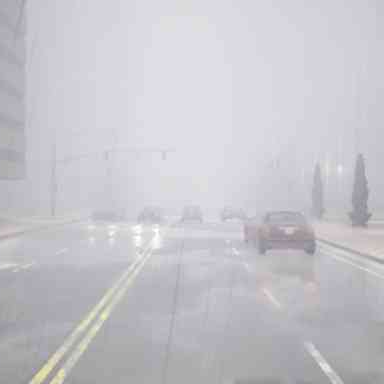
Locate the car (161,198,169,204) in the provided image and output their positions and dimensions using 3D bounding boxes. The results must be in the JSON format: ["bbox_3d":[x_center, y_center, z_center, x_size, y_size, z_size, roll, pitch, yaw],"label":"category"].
[{"bbox_3d":[-7.044,2.343,88.141,2.128,1.511,4.902,0,-1,0],"label":"car"}]

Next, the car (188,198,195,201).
[{"bbox_3d":[-0.046,2.267,91.676,1.895,1.301,4.718,0,-1,0],"label":"car"}]

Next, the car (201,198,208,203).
[{"bbox_3d":[3.454,2.376,91.137,1.895,1.301,4.718,0,-1,0],"label":"car"}]

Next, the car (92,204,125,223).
[{"bbox_3d":[-7.022,1.744,28.304,1.882,1.535,5.008,0,-1,0],"label":"car"}]

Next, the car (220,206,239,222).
[{"bbox_3d":[3.505,1.874,29.106,1.895,1.301,4.718,0,0,1],"label":"car"}]

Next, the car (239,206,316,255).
[{"bbox_3d":[3.495,1.483,14.091,2.097,1.767,4.553,0,-1,0],"label":"car"}]

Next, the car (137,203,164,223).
[{"bbox_3d":[-3.516,1.869,28.678,1.895,1.301,4.718,0,-1,0],"label":"car"}]

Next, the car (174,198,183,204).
[{"bbox_3d":[-3.544,2.317,88.143,1.837,1.490,4.892,0,-1,0],"label":"car"}]

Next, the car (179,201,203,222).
[{"bbox_3d":[-0.020,1.819,28.991,2.033,1.411,5.357,0,-1,0],"label":"car"}]
